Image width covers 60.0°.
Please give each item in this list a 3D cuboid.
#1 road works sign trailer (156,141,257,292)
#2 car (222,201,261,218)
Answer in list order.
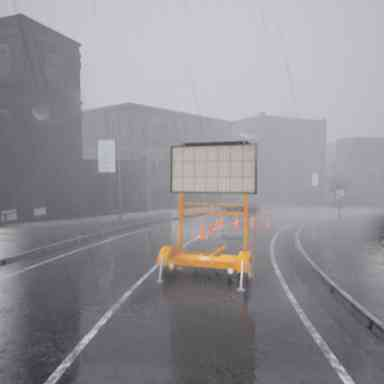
[{"bbox_3d":[0.607,0.442,9.145,2.380,3.560,2.880,1,0,18],"label":"road works sign trailer"},{"bbox_3d":[4.454,1.504,29.568,1.895,1.301,4.718,3,1,32],"label":"car"}]
